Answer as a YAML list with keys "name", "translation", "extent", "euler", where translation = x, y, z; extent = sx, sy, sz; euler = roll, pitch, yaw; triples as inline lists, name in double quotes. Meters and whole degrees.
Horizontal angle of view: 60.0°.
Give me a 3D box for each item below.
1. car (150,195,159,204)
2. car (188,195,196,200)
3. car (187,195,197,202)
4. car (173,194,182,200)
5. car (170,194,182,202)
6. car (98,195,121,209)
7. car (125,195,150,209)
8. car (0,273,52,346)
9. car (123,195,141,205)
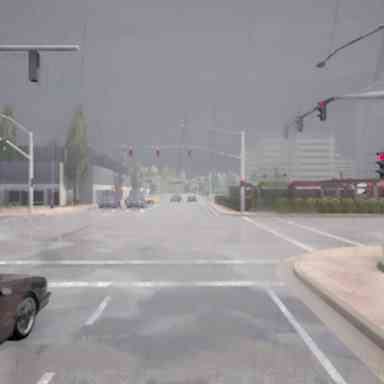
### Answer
- name: "car"
  translation: [-7.045, 1.350, 58.738]
  extent: [1.882, 1.535, 5.008]
  euler: [0, 0, 1]
- name: "car"
  translation: [0.000, 1.296, 79.250]
  extent: [1.895, 1.301, 4.718]
  euler: [0, 0, 0]
- name: "car"
  translation: [0.000, 1.361, 68.945]
  extent: [2.128, 1.511, 4.902]
  euler: [0, 0, 0]
- name: "car"
  translation: [-3.500, 1.253, 79.218]
  extent: [1.994, 1.385, 4.181]
  euler: [0, 0, 0]
- name: "car"
  translation: [-3.500, 1.386, 68.945]
  extent: [2.033, 1.411, 5.357]
  euler: [0, 0, 0]
- name: "car"
  translation: [-10.583, 1.260, 42.839]
  extent: [2.097, 1.767, 4.553]
  euler: [0, 0, 0]
- name: "car"
  translation: [-7.085, 1.259, 42.852]
  extent: [2.097, 1.767, 4.553]
  euler: [0, 0, 0]
- name: "car"
  translation: [-3.417, 1.540, 3.444]
  extent: [2.033, 1.411, 5.357]
  euler: [0, 0, 0]
- name: "car"
  translation: [-10.543, 1.365, 58.712]
  extent: [2.128, 1.511, 4.902]
  euler: [0, 0, 1]
